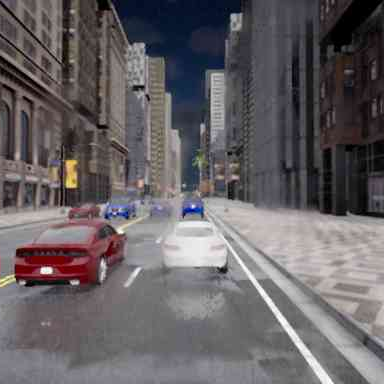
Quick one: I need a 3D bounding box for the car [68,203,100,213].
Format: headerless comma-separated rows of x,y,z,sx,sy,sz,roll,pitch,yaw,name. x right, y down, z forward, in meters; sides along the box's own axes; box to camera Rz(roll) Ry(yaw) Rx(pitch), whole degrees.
-9.843,1.768,30.814,1.882,1.535,5.008,0,-1,0,car

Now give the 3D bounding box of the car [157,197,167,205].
-6.492,1.990,72.631,1.882,1.535,5.008,0,0,0,car

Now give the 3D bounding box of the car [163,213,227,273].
0.085,1.629,10.882,1.812,1.442,4.674,0,0,0,car

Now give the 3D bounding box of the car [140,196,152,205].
-9.743,1.817,71.987,2.150,2.045,5.566,0,0,0,car

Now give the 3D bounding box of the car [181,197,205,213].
0.104,1.538,34.075,2.150,2.045,5.566,0,-1,0,car

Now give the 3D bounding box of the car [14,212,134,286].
-3.160,1.570,9.712,1.882,1.535,5.008,0,0,0,car

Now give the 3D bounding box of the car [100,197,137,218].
-6.595,1.515,31.145,2.150,2.045,5.566,0,-1,0,car

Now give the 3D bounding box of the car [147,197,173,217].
-3.148,1.679,35.006,2.097,1.767,4.553,0,-1,0,car
